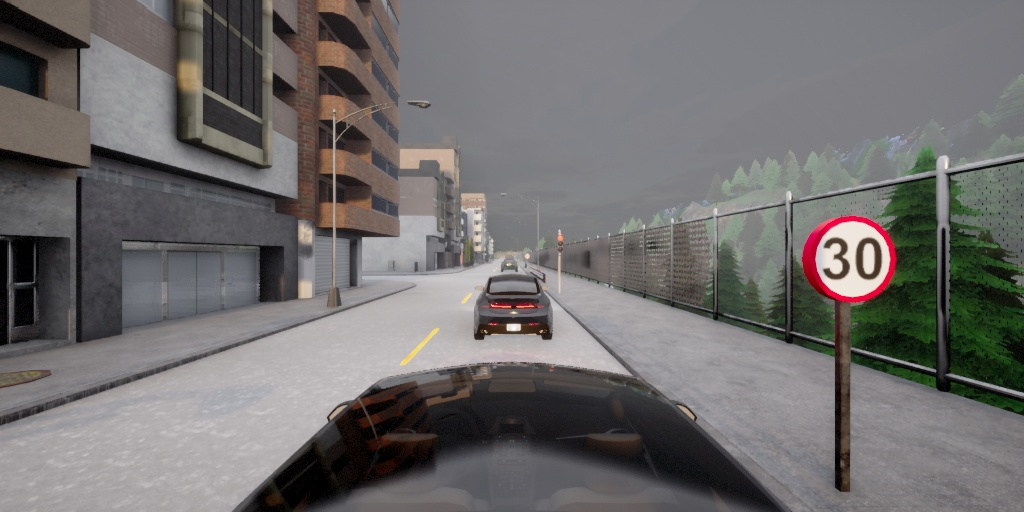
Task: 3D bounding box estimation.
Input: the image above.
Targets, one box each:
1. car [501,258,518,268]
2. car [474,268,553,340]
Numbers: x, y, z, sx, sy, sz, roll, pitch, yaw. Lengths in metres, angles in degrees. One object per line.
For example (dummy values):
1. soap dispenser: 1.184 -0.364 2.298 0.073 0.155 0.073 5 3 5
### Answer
1. car: -0.336 1.102 45.978 2.097 1.767 4.553 0 0 -1
2. car: 0.015 1.255 9.957 1.837 1.490 4.892 0 0 0
